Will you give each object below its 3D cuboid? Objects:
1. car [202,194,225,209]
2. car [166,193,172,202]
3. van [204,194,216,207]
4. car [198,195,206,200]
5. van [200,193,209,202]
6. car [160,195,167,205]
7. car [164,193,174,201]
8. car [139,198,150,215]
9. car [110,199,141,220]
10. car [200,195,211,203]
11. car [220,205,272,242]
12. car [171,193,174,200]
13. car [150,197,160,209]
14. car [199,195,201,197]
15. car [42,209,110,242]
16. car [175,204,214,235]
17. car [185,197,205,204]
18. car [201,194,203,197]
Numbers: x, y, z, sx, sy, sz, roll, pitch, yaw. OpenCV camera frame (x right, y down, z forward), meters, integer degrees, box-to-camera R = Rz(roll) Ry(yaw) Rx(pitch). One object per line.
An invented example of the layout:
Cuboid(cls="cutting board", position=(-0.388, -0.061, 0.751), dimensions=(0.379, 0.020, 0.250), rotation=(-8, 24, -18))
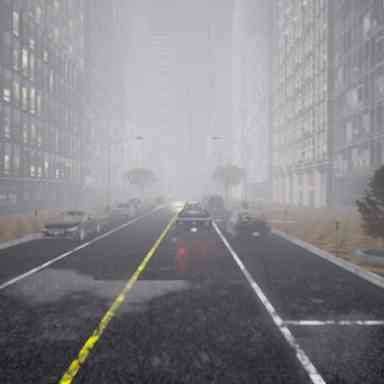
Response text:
Cuboid(cls="car", position=(2.680, 1.258, 38.883), dimensions=(2.192, 1.841, 5.009), rotation=(-1, 0, 0))
Cuboid(cls="car", position=(-5.698, 1.449, 67.301), dimensions=(2.008, 1.369, 4.403), rotation=(-1, 0, 0))
Cuboid(cls="van", position=(2.680, 1.267, 50.250), dimensions=(1.690, 1.788, 3.998), rotation=(-1, 0, 0))
Cuboid(cls="car", position=(2.683, 1.411, 90.036), dimensions=(2.008, 1.369, 4.403), rotation=(-1, 0, 0))
Cuboid(cls="van", position=(2.680, 1.230, 72.984), dimensions=(1.690, 1.788, 3.998), rotation=(-1, 0, 0))
Cuboid(cls="car", position=(-5.698, 1.483, 55.934), dimensions=(1.947, 1.339, 4.313), rotation=(-1, 0, 0))
Cuboid(cls="car", position=(-5.700, 1.185, 84.352), dimensions=(2.192, 1.841, 5.009), rotation=(-1, 0, 0))
Cuboid(cls="car", position=(-5.699, 1.392, 33.199), dimensions=(1.967, 1.590, 4.097), rotation=(-1, 0, 0))
Cuboid(cls="car", position=(-5.698, 1.542, 27.516), dimensions=(1.802, 1.307, 4.206), rotation=(-1, 0, 0))
Cuboid(cls="car", position=(2.681, 1.339, 67.301), dimensions=(1.967, 1.590, 4.097), rotation=(-1, 0, 0))
Cuboid(cls="car", position=(2.682, 1.527, 16.148), dimensions=(2.008, 1.369, 4.403), rotation=(-1, 0, 0))
Cuboid(cls="car", position=(-5.699, 1.320, 78.669), dimensions=(1.967, 1.590, 4.097), rotation=(-1, 0, 0))
Cuboid(cls="car", position=(-5.698, 1.460, 44.397), dimensions=(1.752, 1.417, 4.829), rotation=(-1, 0, 0))
Cuboid(cls="car", position=(2.682, 1.357, 55.934), dimensions=(1.967, 1.590, 4.097), rotation=(-1, 0, 0))
Cuboid(cls="car", position=(-5.698, 1.527, 16.148), dimensions=(2.008, 1.369, 4.403), rotation=(-1, 0, 0))
Cuboid(cls="car", position=(0.100, 1.574, 18.695), dimensions=(1.895, 1.301, 4.718), rotation=(0, 0, 0))
Cuboid(cls="car", position=(0.100, 1.548, 36.287), dimensions=(1.895, 1.301, 4.718), rotation=(0, 0, 0))
Cuboid(cls="car", position=(2.680, 1.250, 44.567), dimensions=(2.192, 1.841, 5.009), rotation=(-1, 0, 0))
